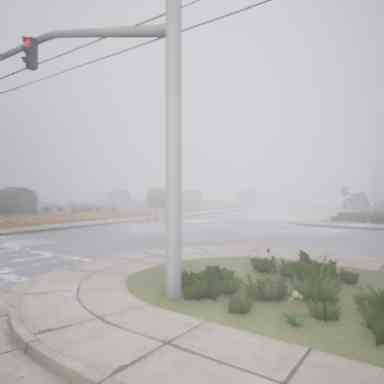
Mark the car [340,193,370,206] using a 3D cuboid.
[{"bbox_3d":[20.342,1.114,41.669,1.905,1.878,3.866,-6,-1,-8],"label":"car"}]
